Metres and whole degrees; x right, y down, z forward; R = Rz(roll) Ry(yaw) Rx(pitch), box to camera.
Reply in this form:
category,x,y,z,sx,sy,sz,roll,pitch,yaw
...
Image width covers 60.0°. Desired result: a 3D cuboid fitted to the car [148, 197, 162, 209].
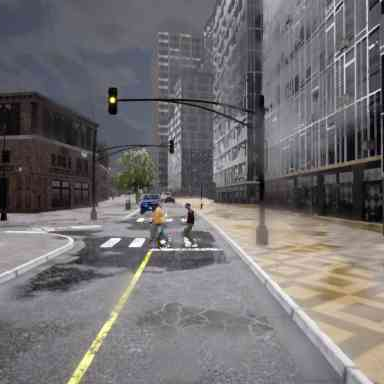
category,x,y,z,sx,sy,sz,roll,pitch,yaw
car,-5.153,1.472,46.377,1.882,1.535,5.008,0,0,-6

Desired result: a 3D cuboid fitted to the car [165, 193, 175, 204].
category,x,y,z,sx,sy,sz,roll,pitch,yaw
car,-4.305,1.498,64.333,1.837,1.490,4.892,0,0,-8

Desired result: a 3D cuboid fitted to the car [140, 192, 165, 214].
category,x,y,z,sx,sy,sz,roll,pitch,yaw
car,-4.190,1.218,34.934,2.150,2.045,5.566,0,0,-4

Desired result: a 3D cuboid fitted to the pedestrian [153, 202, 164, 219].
category,x,y,z,sx,sy,sz,roll,pitch,yaw
pedestrian,-1.430,1.296,14.199,0.375,1.860,0.375,1,-1,-2

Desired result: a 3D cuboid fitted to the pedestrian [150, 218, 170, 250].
category,x,y,z,sx,sy,sz,roll,pitch,yaw
pedestrian,-1.232,1.676,12.782,0.500,1.100,0.500,1,-1,-2

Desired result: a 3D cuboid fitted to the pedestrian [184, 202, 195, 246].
category,x,y,z,sx,sy,sz,roll,pitch,yaw
pedestrian,-0.098,1.296,13.777,0.375,1.860,0.375,1,-1,-2

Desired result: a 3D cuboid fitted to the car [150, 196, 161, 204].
category,x,y,z,sx,sy,sz,roll,pitch,yaw
car,-6.914,1.553,62.472,1.994,1.385,4.181,0,0,-7
